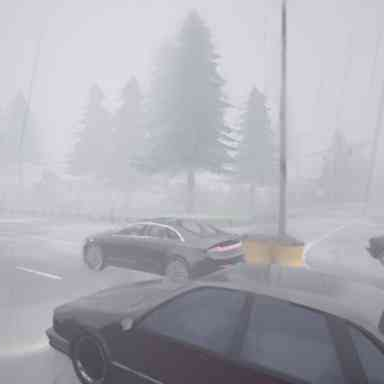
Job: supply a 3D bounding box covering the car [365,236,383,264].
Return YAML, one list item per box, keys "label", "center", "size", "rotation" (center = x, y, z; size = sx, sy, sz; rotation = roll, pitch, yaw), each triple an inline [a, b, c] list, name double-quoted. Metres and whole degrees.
- label: "car"
  center: [7.226, 1.610, 8.725]
  size: [1.895, 1.301, 4.718]
  rotation: [0, 0, -29]

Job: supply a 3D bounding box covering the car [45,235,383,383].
- label: "car"
  center: [0.718, 1.536, 3.481]
  size: [5.357, 1.411, 2.033]
  rotation: [1, 0, 35]

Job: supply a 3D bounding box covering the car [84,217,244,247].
- label: "car"
  center: [-0.941, 1.440, 8.959]
  size: [4.902, 1.511, 2.128]
  rotation: [0, 0, 35]
